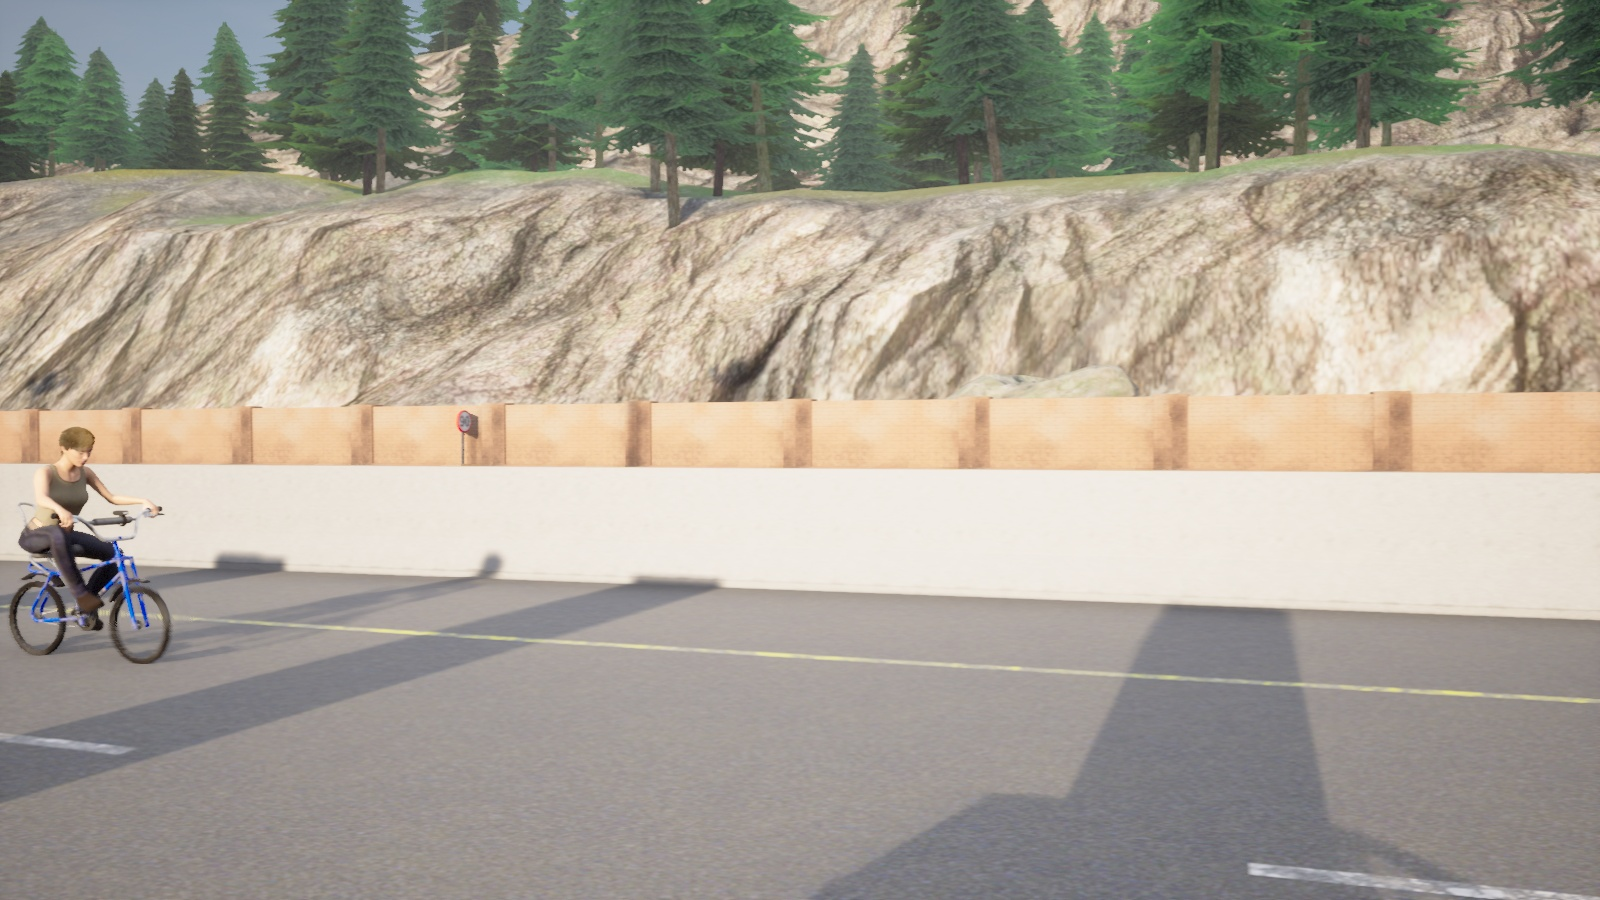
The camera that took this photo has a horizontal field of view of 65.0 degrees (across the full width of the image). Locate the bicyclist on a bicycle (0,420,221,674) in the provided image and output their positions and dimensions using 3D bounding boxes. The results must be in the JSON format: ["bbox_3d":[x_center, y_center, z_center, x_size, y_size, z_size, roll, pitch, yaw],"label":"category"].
[{"bbox_3d":[-4.911,0.606,8.643,1.509,1.612,0.866,1,1,20],"label":"bicyclist on a bicycle"}]
